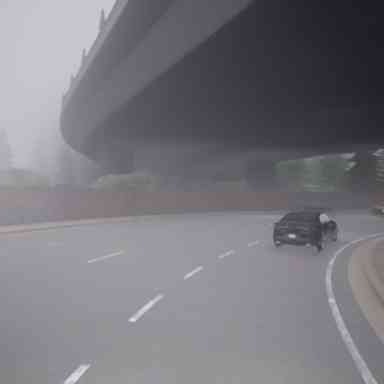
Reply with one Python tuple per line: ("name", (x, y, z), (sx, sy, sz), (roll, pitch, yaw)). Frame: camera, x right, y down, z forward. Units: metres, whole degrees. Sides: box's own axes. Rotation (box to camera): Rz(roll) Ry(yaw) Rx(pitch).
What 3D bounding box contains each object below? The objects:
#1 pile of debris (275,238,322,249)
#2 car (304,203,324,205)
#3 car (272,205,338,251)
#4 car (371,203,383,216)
("pile of debris", (4.704, 2.237, 14.627), (1.500, 0.140, 1.860), (1, 0, 33))
("car", (12.429, 1.764, 34.714), (4.718, 1.301, 1.895), (1, 0, -29))
("car", (5.137, 1.545, 14.744), (1.882, 1.535, 5.008), (0, 0, 32))
("car", (21.143, 1.758, 35.327), (5.008, 1.535, 1.882), (1, 0, -27))
